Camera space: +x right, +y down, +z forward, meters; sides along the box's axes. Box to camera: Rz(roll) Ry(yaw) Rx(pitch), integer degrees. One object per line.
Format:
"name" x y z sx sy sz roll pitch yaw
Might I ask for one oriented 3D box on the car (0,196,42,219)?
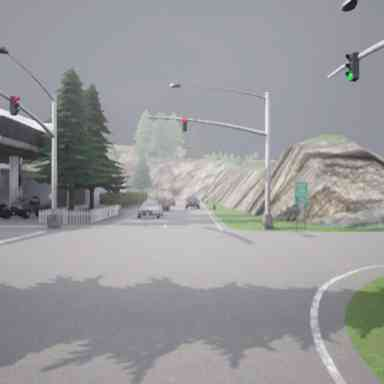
"car" -14.536 1.280 28.789 1.905 1.878 3.866 0 0 -1

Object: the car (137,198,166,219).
"car" -3.604 1.492 29.268 1.812 1.442 4.674 0 0 0

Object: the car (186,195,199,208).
"car" 0.088 1.494 45.778 2.033 1.411 5.357 0 0 0

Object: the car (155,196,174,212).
"car" -3.603 1.308 38.224 2.097 1.767 4.553 0 0 0

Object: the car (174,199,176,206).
"car" -3.593 1.504 51.355 1.994 1.385 4.181 0 0 0

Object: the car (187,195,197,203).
"car" -0.033 1.445 69.867 1.812 1.442 4.674 0 0 -2
